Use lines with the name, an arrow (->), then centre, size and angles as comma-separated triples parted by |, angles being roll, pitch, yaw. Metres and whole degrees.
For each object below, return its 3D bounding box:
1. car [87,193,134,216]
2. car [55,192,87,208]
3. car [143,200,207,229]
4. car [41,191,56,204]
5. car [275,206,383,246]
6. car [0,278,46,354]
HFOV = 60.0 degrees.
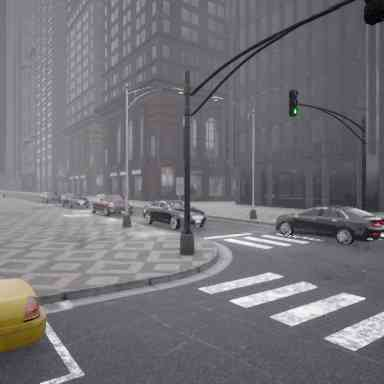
car -> -6.435, 0.896, 26.639 | 2.097, 1.767, 4.553 | 0, 1, -35
car -> -12.316, 0.855, 34.828 | 2.128, 1.511, 4.902 | 0, 1, -36
car -> -1.104, 1.206, 19.218 | 2.128, 1.511, 4.902 | 0, 1, -36
car -> -18.326, 0.689, 43.248 | 1.837, 1.490, 4.892 | 0, 1, -35
car -> 5.977, 1.368, 14.851 | 1.837, 1.490, 4.892 | 0, 1, -36
car -> -4.259, 1.525, 3.614 | 4.829, 1.417, 1.752 | 0, 0, -35
